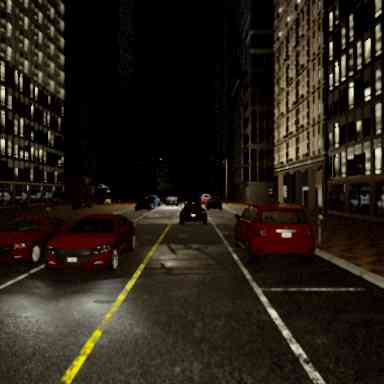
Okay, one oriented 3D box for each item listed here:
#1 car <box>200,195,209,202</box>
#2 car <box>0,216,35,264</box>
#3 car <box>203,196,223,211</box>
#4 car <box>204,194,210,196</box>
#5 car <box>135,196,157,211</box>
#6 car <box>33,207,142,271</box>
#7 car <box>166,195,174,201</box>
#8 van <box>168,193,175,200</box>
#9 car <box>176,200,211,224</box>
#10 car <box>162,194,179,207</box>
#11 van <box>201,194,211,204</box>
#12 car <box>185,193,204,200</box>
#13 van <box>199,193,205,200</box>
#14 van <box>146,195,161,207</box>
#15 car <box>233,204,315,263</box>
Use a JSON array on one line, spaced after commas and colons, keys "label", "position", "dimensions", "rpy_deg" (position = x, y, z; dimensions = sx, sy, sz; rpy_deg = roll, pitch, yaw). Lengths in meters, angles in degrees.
[{"label": "car", "position": [2.697, 1.480, 74.186], "dimensions": [1.887, 1.381, 4.507], "rpy_deg": [0, 0, 0]}, {"label": "car", "position": [-5.690, 1.540, 11.835], "dimensions": [1.887, 1.381, 4.507], "rpy_deg": [0, 0, 0]}, {"label": "car", "position": [2.693, 1.523, 40.175], "dimensions": [1.887, 1.381, 4.507], "rpy_deg": [0, 0, 0]}, {"label": "car", "position": [2.696, 1.544, 57.182], "dimensions": [1.802, 1.307, 4.206], "rpy_deg": [0, 0, 0]}, {"label": "car", "position": [-5.687, 1.544, 40.176], "dimensions": [1.947, 1.339, 4.313], "rpy_deg": [0, 0, 0]}, {"label": "car", "position": [-3.100, 1.473, 11.105], "dimensions": [1.882, 1.535, 5.008], "rpy_deg": [0, 0, 0]}, {"label": "car", "position": [-5.682, 1.462, 85.523], "dimensions": [1.887, 1.381, 4.507], "rpy_deg": [0, 0, 0]}, {"label": "van", "position": [-5.681, 1.249, 91.192], "dimensions": [1.690, 1.788, 3.998], "rpy_deg": [0, 0, 0]}, {"label": "car", "position": [0.102, 1.552, 24.604], "dimensions": [1.994, 1.385, 4.181], "rpy_deg": [0, 0, 0]}, {"label": "car", "position": [-3.071, 1.461, 51.710], "dimensions": [2.128, 1.511, 4.902], "rpy_deg": [0, 0, 0]}, {"label": "van", "position": [2.696, 1.294, 62.850], "dimensions": [1.690, 1.788, 3.998], "rpy_deg": [0, 0, 0]}, {"label": "car", "position": [0.104, 1.330, 42.016], "dimensions": [2.097, 1.767, 4.553], "rpy_deg": [0, 0, 0]}, {"label": "van", "position": [2.699, 1.249, 91.191], "dimensions": [1.690, 1.788, 3.998], "rpy_deg": [0, 0, 0]}, {"label": "van", "position": [-5.686, 1.316, 45.844], "dimensions": [1.690, 1.788, 3.998], "rpy_deg": [0, 0, 0]}, {"label": "car", "position": [2.691, 1.311, 11.833], "dimensions": [2.192, 1.841, 5.009], "rpy_deg": [0, 0, 0]}]
